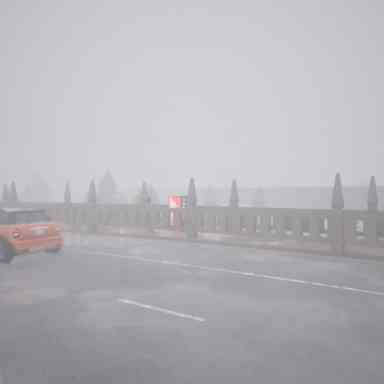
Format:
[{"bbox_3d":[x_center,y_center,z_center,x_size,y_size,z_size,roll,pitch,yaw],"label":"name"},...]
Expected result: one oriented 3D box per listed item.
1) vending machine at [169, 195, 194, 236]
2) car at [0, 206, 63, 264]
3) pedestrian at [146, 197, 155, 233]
[{"bbox_3d":[-0.562,1.195,17.624,0.880,2.100,1.100,0,0,30],"label":"vending machine"},{"bbox_3d":[-6.863,1.350,11.997,4.553,1.767,2.097,0,0,29],"label":"car"},{"bbox_3d":[-2.123,1.141,16.820,0.375,1.860,0.375,0,0,30],"label":"pedestrian"}]
